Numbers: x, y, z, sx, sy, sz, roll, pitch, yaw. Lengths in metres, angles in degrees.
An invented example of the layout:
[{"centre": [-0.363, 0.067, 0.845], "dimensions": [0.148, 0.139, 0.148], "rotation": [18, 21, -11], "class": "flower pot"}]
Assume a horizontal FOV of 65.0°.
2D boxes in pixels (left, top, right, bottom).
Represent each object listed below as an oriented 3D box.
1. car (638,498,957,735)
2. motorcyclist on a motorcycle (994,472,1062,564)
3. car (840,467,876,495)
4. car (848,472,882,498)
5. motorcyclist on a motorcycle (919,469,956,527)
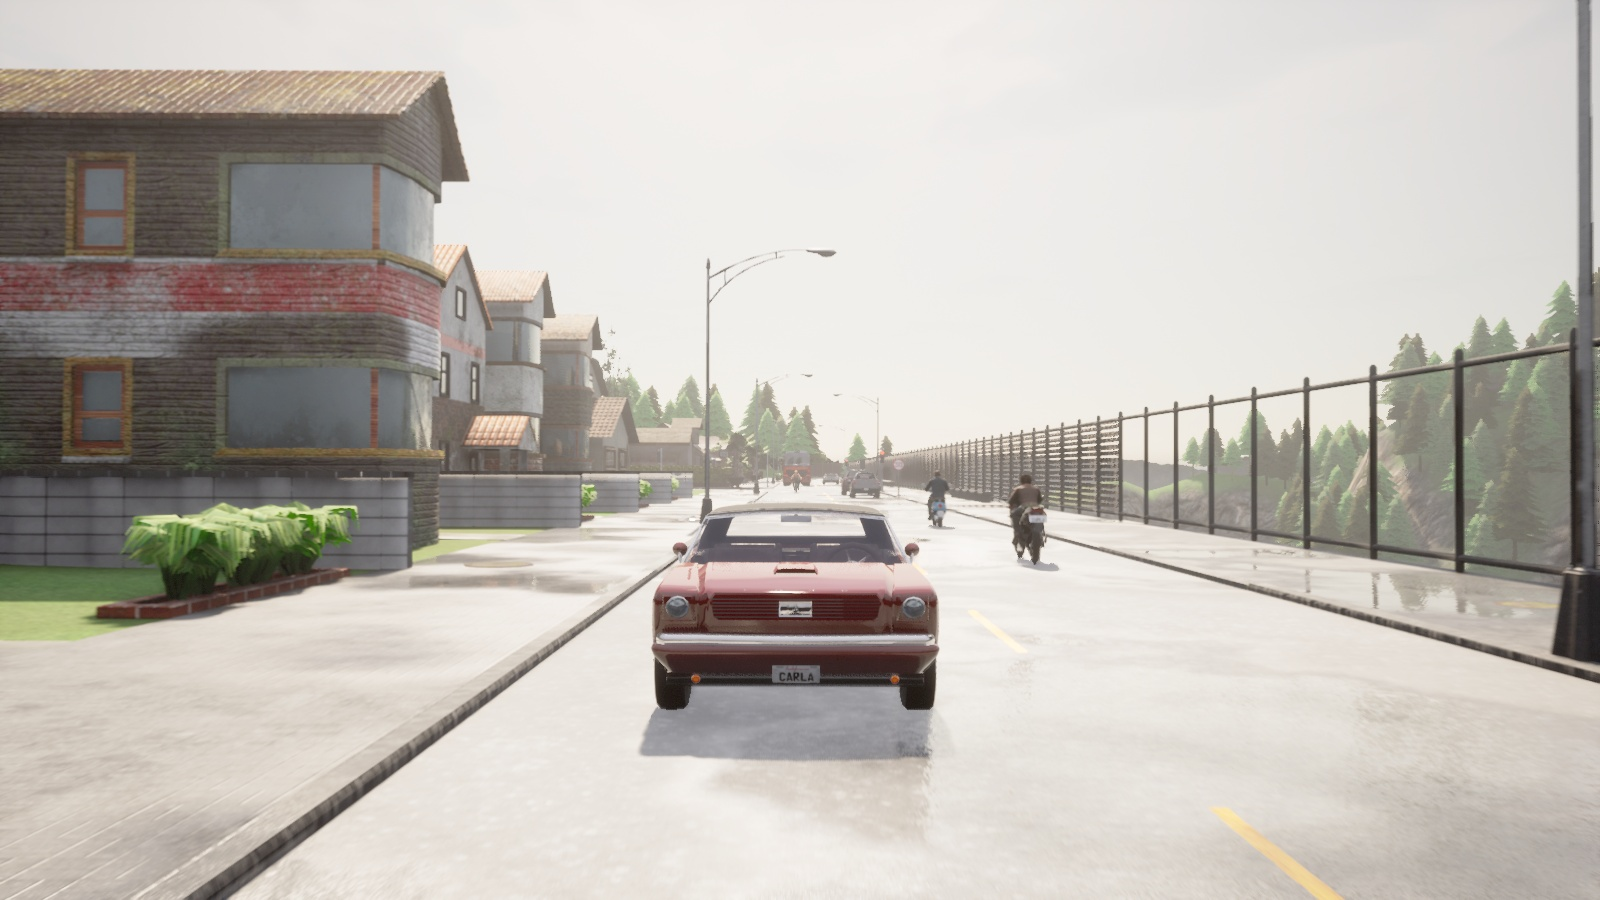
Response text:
[{"centre": [-0.024, 1.080, 9.829], "dimensions": [1.895, 1.301, 4.718], "rotation": [0, -1, 0], "class": "car"}, {"centre": [3.947, 1.148, 21.916], "dimensions": [0.797, 1.523, 2.044], "rotation": [0, -1, 0], "class": "motorcyclist on a motorcycle"}, {"centre": [3.799, 2.046, 82.915], "dimensions": [2.097, 1.767, 4.553], "rotation": [0, -1, 0], "class": "car"}, {"centre": [3.820, 2.058, 74.338], "dimensions": [1.845, 1.501, 3.633], "rotation": [0, -1, 0], "class": "car"}, {"centre": [3.913, 1.353, 35.856], "dimensions": [0.866, 1.590, 1.817], "rotation": [0, -1, 0], "class": "motorcyclist on a motorcycle"}]
